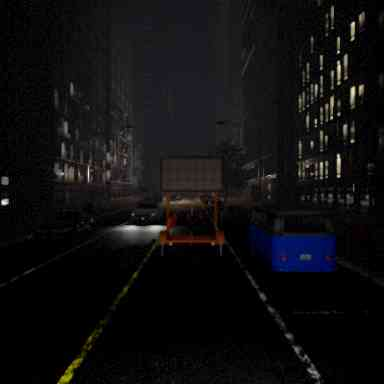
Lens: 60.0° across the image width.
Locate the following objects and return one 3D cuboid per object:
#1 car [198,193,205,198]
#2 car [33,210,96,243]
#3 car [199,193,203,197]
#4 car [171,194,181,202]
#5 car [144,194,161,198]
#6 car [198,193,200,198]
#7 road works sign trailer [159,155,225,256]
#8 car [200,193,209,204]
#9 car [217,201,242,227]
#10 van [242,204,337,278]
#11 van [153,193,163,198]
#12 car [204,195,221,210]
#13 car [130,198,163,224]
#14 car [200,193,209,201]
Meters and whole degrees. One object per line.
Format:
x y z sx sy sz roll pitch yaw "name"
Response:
2.655 0.956 95.088 1.887 1.381 4.507 0 0 0 "car"
-5.697 1.499 15.395 1.802 1.307 4.206 0 0 0 "car"
2.670 1.243 55.241 2.008 1.369 4.403 0 0 0 "car"
-3.040 1.176 64.547 2.033 1.411 5.357 0 0 0 "car"
-5.707 1.314 43.857 2.008 1.369 4.403 0 0 0 "car"
2.666 1.055 66.626 1.967 1.590 4.097 0 0 0 "car"
-0.005 0.395 12.715 2.380 3.560 2.880 0 0 0 "road works sign trailer"
2.672 1.279 49.549 2.008 1.369 4.403 0 0 0 "car"
2.682 1.468 21.087 1.802 1.307 4.206 0 0 0 "car"
2.686 1.288 9.702 1.690 1.788 3.998 0 0 0 "van"
-5.711 1.034 55.241 1.690 1.788 3.998 0 0 0 "van"
2.676 1.377 38.165 1.802 1.307 4.206 0 0 0 "car"
-3.109 1.400 23.374 1.812 1.442 4.674 0 0 0 "car"
2.663 1.015 72.317 1.967 1.590 4.097 0 0 0 "car"
